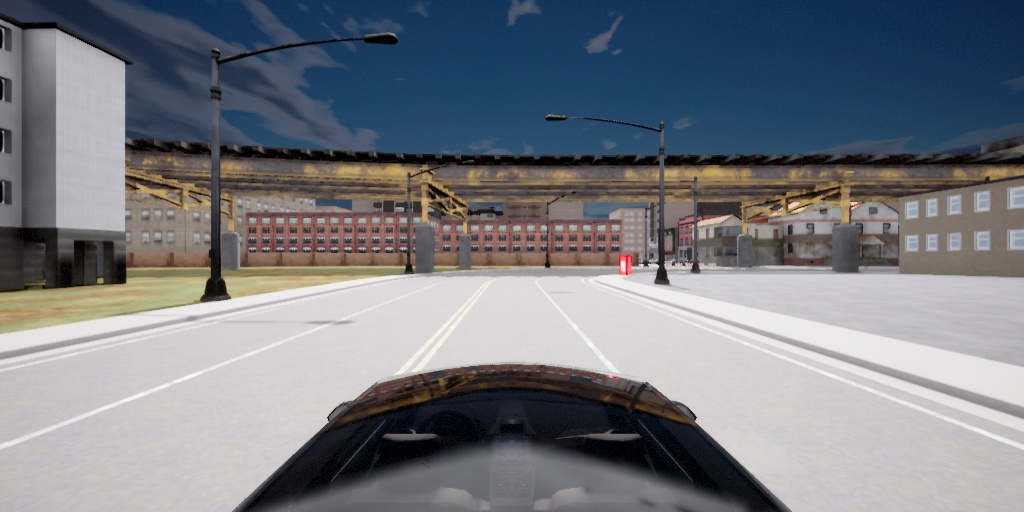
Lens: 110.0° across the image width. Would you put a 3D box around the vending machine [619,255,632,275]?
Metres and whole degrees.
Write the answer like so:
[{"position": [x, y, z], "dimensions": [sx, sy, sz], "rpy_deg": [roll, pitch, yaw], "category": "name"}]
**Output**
[{"position": [11.023, 0.927, 34.791], "dimensions": [1.100, 2.100, 0.880], "rpy_deg": [0, 0, 42], "category": "vending machine"}]
